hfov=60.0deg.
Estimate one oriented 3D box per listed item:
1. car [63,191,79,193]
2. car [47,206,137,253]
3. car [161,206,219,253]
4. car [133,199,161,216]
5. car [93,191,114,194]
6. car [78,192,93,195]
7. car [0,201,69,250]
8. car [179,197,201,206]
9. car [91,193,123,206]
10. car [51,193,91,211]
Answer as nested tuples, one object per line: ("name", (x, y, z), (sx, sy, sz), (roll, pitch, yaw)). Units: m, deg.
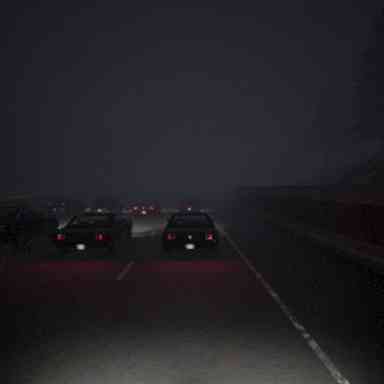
("car", (-23.523, 0.641, 67.720), (1.882, 1.535, 5.008), (0, 1, 12))
("car", (-3.559, 1.440, 12.868), (1.895, 1.301, 4.718), (0, 1, 0))
("car", (-0.059, 1.440, 12.910), (1.895, 1.301, 4.718), (0, 1, 0))
("car", (-3.689, 1.256, 27.858), (1.895, 1.301, 4.718), (0, 1, 1))
("car", (-16.853, 0.545, 65.608), (2.097, 1.767, 4.553), (0, 1, 14))
("car", (-20.215, 0.730, 66.547), (1.994, 1.385, 4.181), (0, 1, 12))
("car", (-7.059, 1.324, 13.428), (2.128, 1.511, 4.902), (0, 1, 0))
("car", (-0.165, 1.164, 29.203), (1.812, 1.442, 4.674), (0, 1, 1))
("car", (-7.177, 1.153, 28.452), (1.837, 1.490, 4.892), (0, 1, 1))
("car", (-10.678, 1.140, 28.383), (2.128, 1.511, 4.902), (0, 1, 1))
